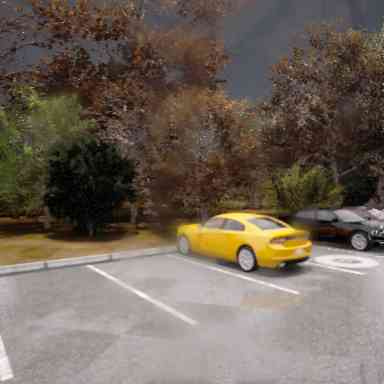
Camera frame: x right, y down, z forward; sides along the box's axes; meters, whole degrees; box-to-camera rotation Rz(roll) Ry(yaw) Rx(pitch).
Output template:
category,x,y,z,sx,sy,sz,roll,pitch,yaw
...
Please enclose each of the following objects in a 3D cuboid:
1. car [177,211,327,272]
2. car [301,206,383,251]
category,x,y,z,sx,sy,sz,roll,pitch,yaw
car,1.412,1.428,10.803,2.097,1.535,5.008,0,0,-35
car,5.940,1.404,14.044,2.097,1.535,5.008,0,0,-35
